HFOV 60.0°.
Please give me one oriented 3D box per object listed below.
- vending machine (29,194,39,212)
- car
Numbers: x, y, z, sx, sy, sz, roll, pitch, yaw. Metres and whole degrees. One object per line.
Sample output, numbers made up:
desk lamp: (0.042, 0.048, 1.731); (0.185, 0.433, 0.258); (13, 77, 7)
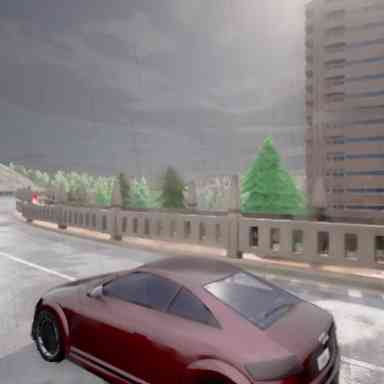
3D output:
vending machine: (-18.948, 1.281, 39.854); (1.100, 2.100, 0.880); (0, 0, -25)
car: (-0.322, 1.580, 4.435); (4.181, 1.385, 1.994); (0, 0, 37)
